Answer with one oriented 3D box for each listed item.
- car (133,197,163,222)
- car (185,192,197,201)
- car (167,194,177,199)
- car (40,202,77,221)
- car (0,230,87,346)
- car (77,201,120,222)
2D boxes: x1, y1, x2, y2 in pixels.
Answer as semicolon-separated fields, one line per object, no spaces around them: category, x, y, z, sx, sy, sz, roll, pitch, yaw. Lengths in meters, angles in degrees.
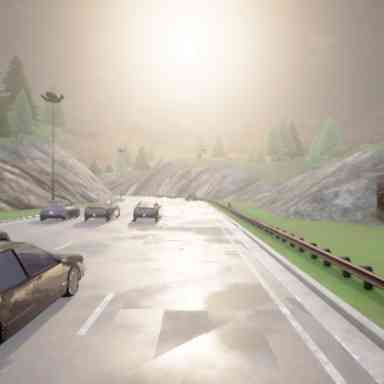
car;-3.354;1.417;25.745;2.128;1.511;4.902;0;0;0
car;-0.223;1.008;75.393;2.150;2.045;5.566;0;0;-8
car;-5.697;1.214;94.894;1.812;1.442;4.674;0;0;-19
car;-10.357;1.487;26.439;1.994;1.385;4.181;0;0;0
car;-3.400;1.531;5.403;2.033;1.411;5.357;0;0;0
car;-6.854;1.417;25.744;2.128;1.511;4.902;0;0;0
